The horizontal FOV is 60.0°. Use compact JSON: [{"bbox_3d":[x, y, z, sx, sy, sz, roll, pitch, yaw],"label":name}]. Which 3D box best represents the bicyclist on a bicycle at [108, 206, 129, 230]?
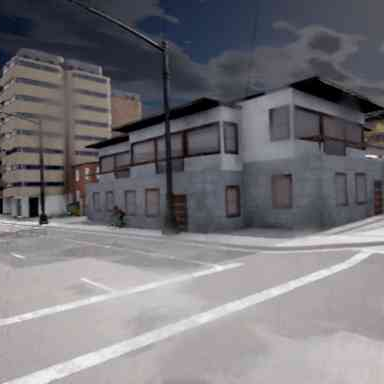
[{"bbox_3d":[-5.014,1.744,22.651,1.656,1.620,0.582,-2,-1,-42],"label":"bicyclist on a bicycle"}]
